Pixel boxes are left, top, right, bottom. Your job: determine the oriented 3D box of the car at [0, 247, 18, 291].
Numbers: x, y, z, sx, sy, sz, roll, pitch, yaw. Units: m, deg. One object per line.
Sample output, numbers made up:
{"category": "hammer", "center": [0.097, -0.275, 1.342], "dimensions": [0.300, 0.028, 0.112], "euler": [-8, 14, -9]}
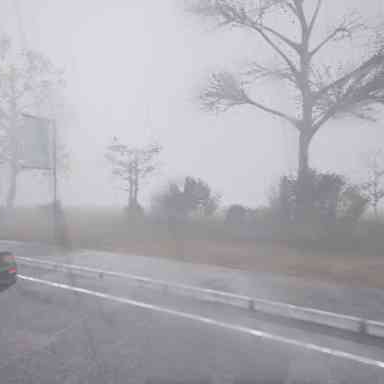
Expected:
{"category": "car", "center": [-5.873, 1.529, 7.522], "dimensions": [4.674, 1.442, 1.812], "euler": [0, 0, 31]}
